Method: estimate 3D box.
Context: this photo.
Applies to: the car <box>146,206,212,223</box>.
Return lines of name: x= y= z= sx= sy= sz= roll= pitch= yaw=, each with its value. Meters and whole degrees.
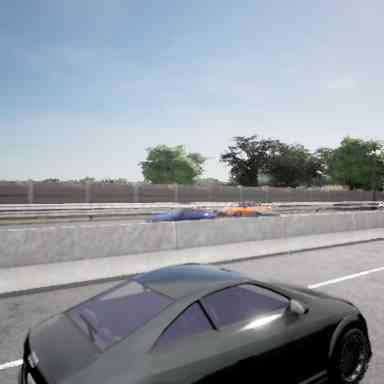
car: x=-0.600 y=1.627 z=20.761 sx=4.674 sy=1.442 sz=1.812 roll=1 pitch=0 yaw=-35

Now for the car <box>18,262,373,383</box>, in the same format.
car: x=0.295 y=1.584 z=3.956 sx=4.181 sy=1.385 sz=1.994 roll=1 pitch=0 yaw=-35

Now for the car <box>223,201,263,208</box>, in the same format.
car: x=4.295 y=1.546 z=28.546 sx=4.553 sy=1.767 sz=2.097 roll=1 pitch=0 yaw=-35

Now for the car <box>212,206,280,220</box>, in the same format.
car: x=3.756 y=1.733 z=19.576 sx=4.718 sy=1.301 sz=1.895 roll=1 pitch=0 yaw=-35
